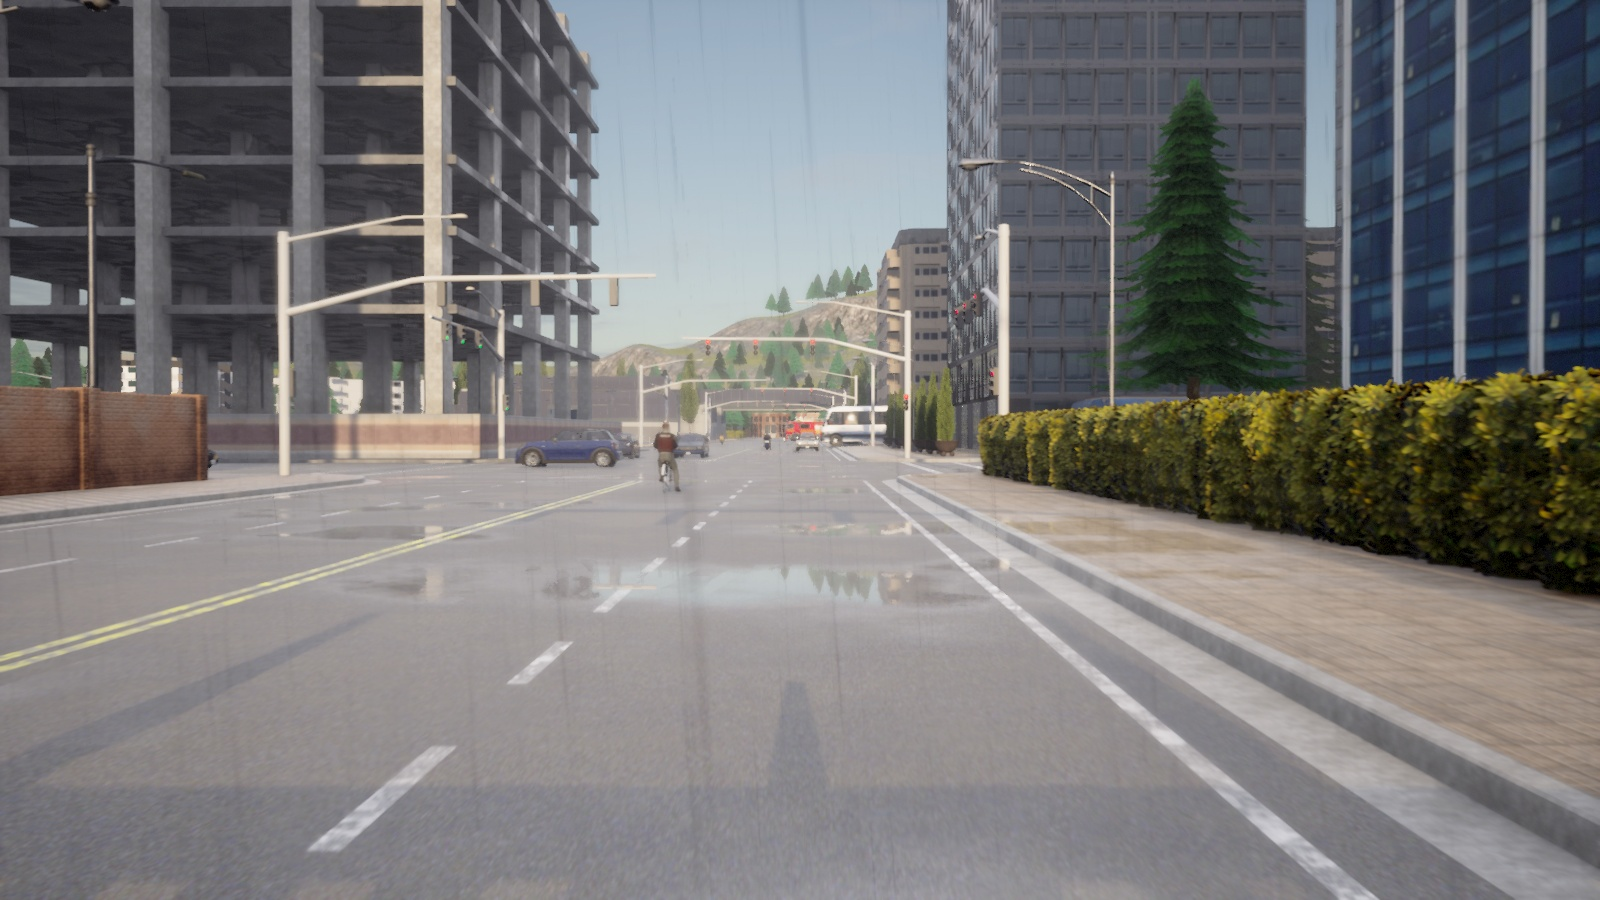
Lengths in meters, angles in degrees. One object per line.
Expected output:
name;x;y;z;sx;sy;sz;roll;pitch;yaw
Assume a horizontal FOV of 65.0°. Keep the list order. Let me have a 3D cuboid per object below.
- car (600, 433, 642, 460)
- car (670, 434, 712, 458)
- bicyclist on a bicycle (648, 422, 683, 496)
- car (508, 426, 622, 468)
car;-10.073;-0.217;70.922;1.845;1.501;3.633;0;1;0
car;-6.543;-0.252;76.068;2.033;1.411;5.357;0;1;0
bicyclist on a bicycle;-3.304;0.191;31.071;0.659;1.776;1.843;0;1;0
car;-10.121;-0.145;54.374;4.553;1.767;2.097;0;1;-1
